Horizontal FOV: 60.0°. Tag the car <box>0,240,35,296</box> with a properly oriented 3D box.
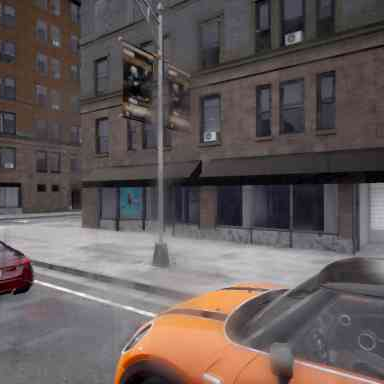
[{"bbox_3d":[-5.456,1.564,7.558,4.181,1.385,1.994,0,0,36],"label":"car"}]

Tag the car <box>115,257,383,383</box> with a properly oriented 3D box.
[{"bbox_3d":[1.486,1.352,2.627,4.553,1.767,2.097,0,0,35],"label":"car"}]
